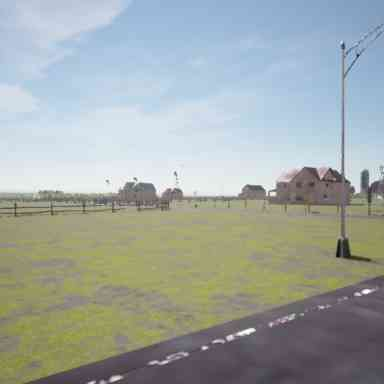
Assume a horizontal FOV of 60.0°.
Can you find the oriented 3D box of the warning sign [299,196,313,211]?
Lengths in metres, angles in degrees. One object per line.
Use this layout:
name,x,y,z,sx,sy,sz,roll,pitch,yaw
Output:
warning sign,14.188,1.468,41.370,1.300,1.860,1.060,2,-1,-36
